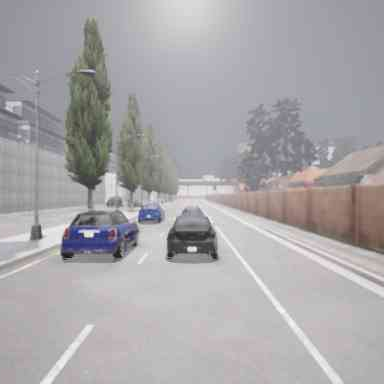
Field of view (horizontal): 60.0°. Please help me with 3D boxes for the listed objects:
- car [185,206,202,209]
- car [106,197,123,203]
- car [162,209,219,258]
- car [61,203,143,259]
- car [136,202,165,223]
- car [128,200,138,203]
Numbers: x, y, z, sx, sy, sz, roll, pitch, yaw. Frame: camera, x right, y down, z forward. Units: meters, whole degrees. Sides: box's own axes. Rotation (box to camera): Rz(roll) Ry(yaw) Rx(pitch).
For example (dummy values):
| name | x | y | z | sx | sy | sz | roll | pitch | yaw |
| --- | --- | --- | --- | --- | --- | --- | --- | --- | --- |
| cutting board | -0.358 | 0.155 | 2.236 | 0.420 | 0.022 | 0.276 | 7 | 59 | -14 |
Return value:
| name | x | y | z | sx | sy | sz | roll | pitch | yaw |
| --- | --- | --- | --- | --- | --- | --- | --- | --- | --- |
| car | 0.029 | 1.893 | 28.502 | 1.994 | 1.385 | 4.181 | 0 | -1 | 1 |
| car | -14.996 | 1.926 | 64.607 | 2.150 | 2.045 | 5.566 | 0 | -1 | 0 |
| car | 0.025 | 1.664 | 13.482 | 1.837 | 1.490 | 4.892 | 0 | 0 | 1 |
| car | -3.474 | 1.507 | 13.394 | 2.097 | 1.767 | 4.553 | 0 | -1 | 1 |
| car | -3.465 | 1.815 | 29.213 | 1.882 | 1.535 | 5.008 | 0 | 0 | 1 |
| car | -11.497 | 2.258 | 64.834 | 1.812 | 1.442 | 4.674 | 0 | 0 | 0 |
